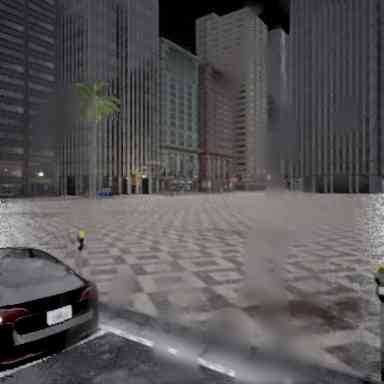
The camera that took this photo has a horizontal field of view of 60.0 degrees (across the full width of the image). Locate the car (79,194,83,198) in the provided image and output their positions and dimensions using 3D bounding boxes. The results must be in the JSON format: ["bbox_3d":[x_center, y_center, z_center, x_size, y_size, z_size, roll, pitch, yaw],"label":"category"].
[{"bbox_3d":[-22.438,0.705,73.154,1.895,1.301,4.718,0,1,36],"label":"car"}]

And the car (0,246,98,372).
[{"bbox_3d":[-3.331,1.561,5.340,4.313,1.339,1.947,0,0,35],"label":"car"}]

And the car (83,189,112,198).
[{"bbox_3d":[-19.801,0.333,71.255,2.150,2.045,5.566,0,1,36],"label":"car"}]
